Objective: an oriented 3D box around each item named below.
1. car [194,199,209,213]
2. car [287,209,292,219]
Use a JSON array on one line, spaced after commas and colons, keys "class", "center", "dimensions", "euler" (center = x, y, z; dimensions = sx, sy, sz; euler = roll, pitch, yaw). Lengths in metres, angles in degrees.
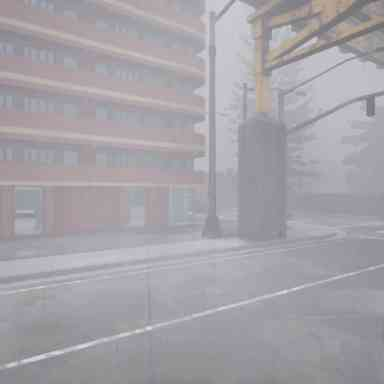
[{"class": "car", "center": [0.066, 1.478, 37.222], "dimensions": [1.882, 1.535, 5.008], "euler": [0, 0, -35]}, {"class": "car", "center": [6.284, 1.526, 28.488], "dimensions": [1.812, 1.442, 4.674], "euler": [0, 0, -36]}]
